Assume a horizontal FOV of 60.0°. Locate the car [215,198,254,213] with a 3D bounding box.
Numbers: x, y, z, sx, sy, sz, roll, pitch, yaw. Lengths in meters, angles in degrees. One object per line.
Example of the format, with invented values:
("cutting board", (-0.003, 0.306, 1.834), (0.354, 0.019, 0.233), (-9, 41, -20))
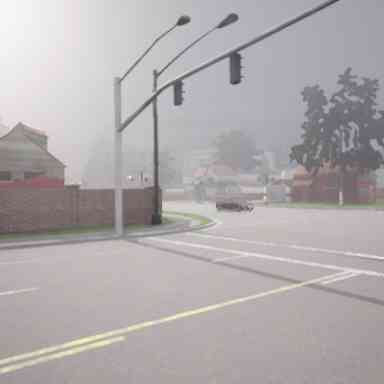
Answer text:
("car", (4.577, 1.384, 36.199), (2.128, 1.511, 4.902), (-1, 1, -37))
